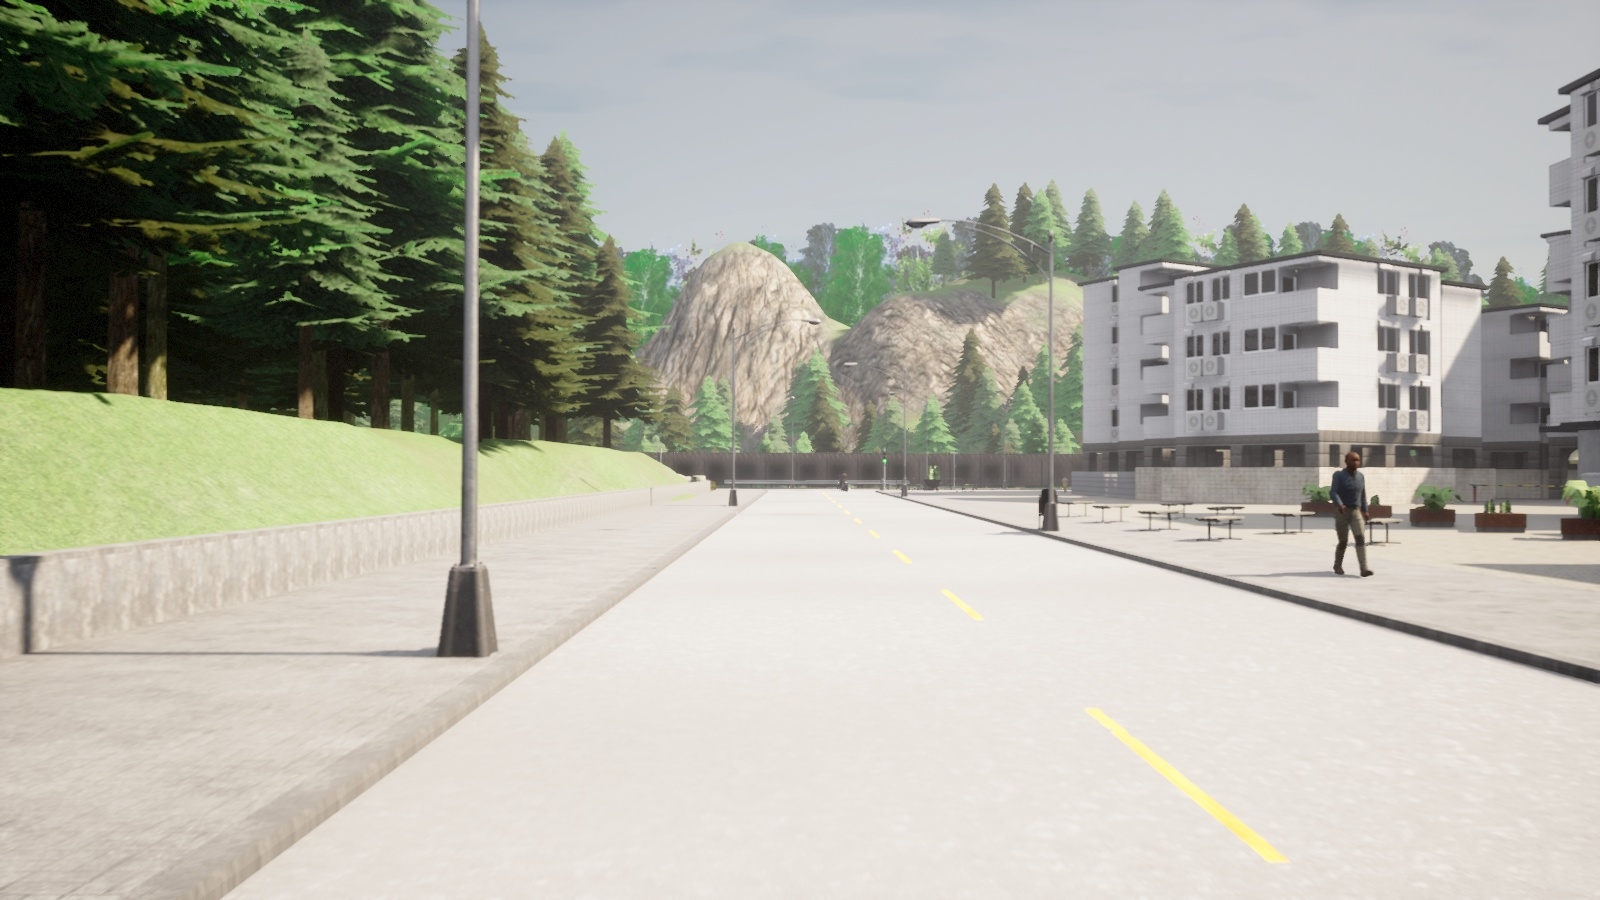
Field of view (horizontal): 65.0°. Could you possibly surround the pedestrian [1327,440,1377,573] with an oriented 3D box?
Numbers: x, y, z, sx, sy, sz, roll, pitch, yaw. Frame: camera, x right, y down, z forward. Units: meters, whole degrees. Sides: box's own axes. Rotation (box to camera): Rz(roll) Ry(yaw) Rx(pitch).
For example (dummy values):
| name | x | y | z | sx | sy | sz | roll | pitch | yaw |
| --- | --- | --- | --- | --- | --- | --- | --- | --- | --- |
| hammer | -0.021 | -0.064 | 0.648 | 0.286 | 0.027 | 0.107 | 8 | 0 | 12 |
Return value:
| name | x | y | z | sx | sy | sz | roll | pitch | yaw |
| --- | --- | --- | --- | --- | --- | --- | --- | --- | --- |
| pedestrian | 7.807 | 0.789 | 17.778 | 0.370 | 1.835 | 0.726 | 0 | -1 | 1 |
